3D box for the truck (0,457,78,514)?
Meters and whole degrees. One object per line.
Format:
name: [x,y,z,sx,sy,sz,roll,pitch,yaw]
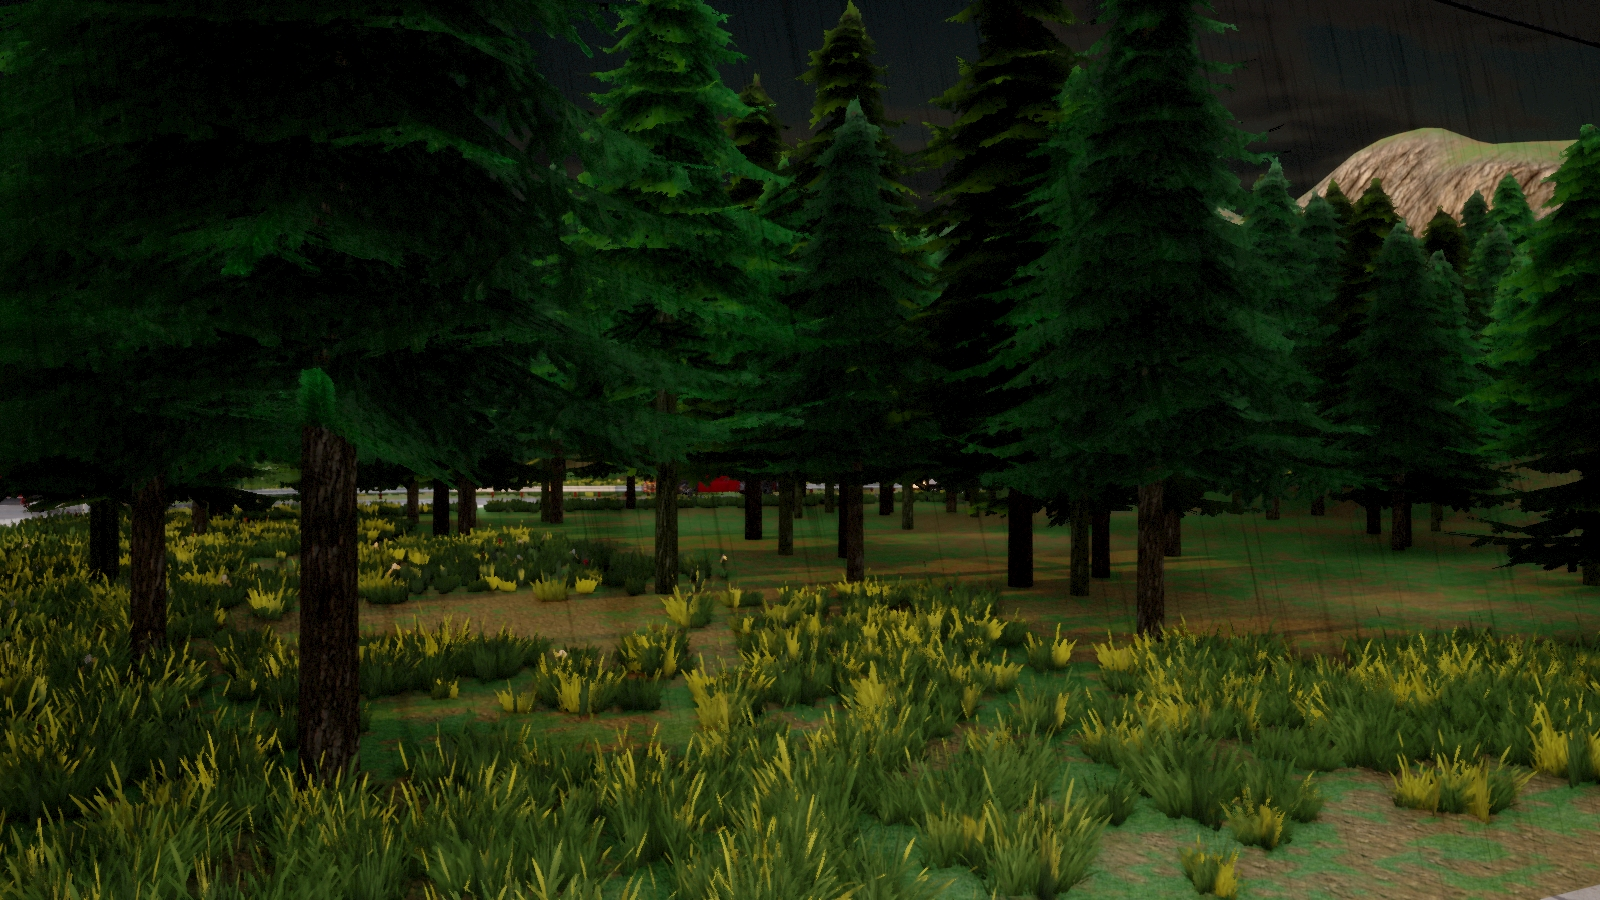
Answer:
truck: [-35.653,1.556,51.391,5.204,2.467,2.627,0,0,-28]
